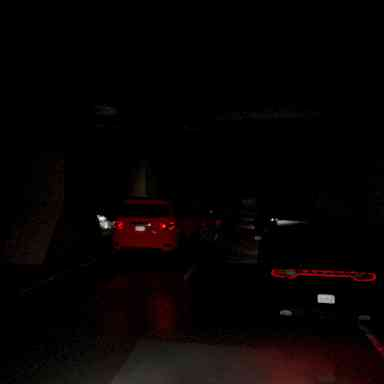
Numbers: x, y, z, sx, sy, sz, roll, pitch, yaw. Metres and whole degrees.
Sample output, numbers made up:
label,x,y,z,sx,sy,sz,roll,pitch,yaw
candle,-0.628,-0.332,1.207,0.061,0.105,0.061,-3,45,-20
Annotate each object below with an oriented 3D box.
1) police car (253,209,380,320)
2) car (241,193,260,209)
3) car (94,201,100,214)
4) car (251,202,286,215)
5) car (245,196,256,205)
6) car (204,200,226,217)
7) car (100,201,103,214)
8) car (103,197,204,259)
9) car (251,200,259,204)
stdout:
label,x,y,z,sx,sy,sz,roll,pitch,yaw
police car,2.490,1.422,7.610,1.930,1.638,5.238,0,0,10
car,7.634,1.196,43.587,2.150,2.045,5.566,0,0,11
car,-8.547,1.533,32.428,1.994,1.385,4.181,0,0,10
car,4.194,1.496,17.352,1.837,1.490,4.892,0,0,10
car,9.992,1.493,57.207,1.812,1.442,4.674,0,0,10
car,2.111,1.505,31.257,1.812,1.442,4.674,0,0,10
car,-5.698,1.452,28.407,1.882,1.535,5.008,0,0,10
car,-1.112,1.211,12.770,2.150,2.045,5.566,0,0,10
car,5.229,1.514,23.262,1.812,1.442,4.674,0,0,10
